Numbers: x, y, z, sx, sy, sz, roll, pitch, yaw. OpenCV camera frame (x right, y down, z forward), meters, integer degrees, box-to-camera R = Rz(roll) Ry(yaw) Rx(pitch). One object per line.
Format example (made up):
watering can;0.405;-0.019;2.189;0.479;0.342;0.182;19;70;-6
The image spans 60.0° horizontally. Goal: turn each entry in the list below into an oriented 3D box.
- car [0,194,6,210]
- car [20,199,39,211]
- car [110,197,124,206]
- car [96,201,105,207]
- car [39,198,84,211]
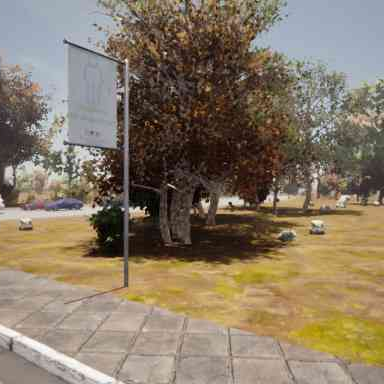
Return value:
car;-21.415;1.221;32.591;2.150;2.045;5.566;0;0;39
car;-18.958;1.556;41.288;1.994;1.385;4.181;0;0;39
car;-9.193;1.556;48.090;1.895;1.301;4.718;0;0;37
car;-12.123;1.462;50.024;1.837;1.490;4.892;0;0;37
car;-15.397;1.515;40.152;1.812;1.442;4.674;0;0;38
